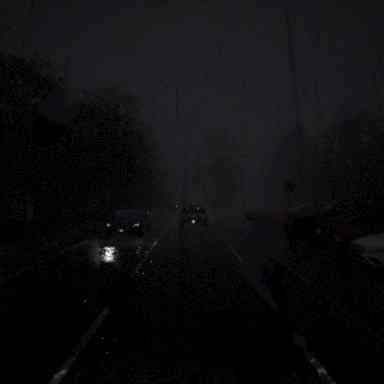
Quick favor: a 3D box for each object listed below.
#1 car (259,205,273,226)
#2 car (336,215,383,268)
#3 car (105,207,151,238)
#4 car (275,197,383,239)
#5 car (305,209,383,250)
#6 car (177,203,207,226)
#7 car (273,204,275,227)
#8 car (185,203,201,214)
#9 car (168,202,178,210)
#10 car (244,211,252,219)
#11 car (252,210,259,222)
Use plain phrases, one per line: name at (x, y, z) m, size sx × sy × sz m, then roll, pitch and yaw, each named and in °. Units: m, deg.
car at (7.090, 1.531, 20.848) m, size 5.008 × 1.535 × 2.097 m, roll 0°, pitch 0°, yaw 0°
car at (7.079, 1.537, 9.747) m, size 4.674 × 1.452 × 2.002 m, roll 0°, pitch 0°, yaw 0°
car at (-3.348, 1.572, 18.083) m, size 1.812 × 1.442 × 4.674 m, roll 0°, pitch 0°, yaw 0°
car at (7.052, 1.258, 15.300) m, size 5.566 × 2.045 × 2.435 m, roll 0°, pitch 0°, yaw 0°
car at (7.108, 1.533, 12.523) m, size 4.792 × 1.488 × 2.163 m, roll 0°, pitch 0°, yaw 0°
car at (0.100, 1.704, 24.458) m, size 1.895 × 1.301 × 4.718 m, roll 0°, pitch -1°, yaw 0°
car at (7.113, 1.392, 18.071) m, size 4.553 × 1.767 × 2.185 m, roll 0°, pitch 0°, yaw 0°
car at (0.104, 2.029, 42.063) m, size 1.895 × 1.301 × 4.718 m, roll 0°, pitch -1°, yaw 0°
car at (-3.289, 2.551, 60.762) m, size 1.837 × 1.490 × 4.892 m, roll 0°, pitch -2°, yaw 1°
car at (6.902, 1.579, 26.388) m, size 5.366 × 1.575 × 1.946 m, roll 0°, pitch -1°, yaw 0°
car at (7.091, 1.554, 23.620) m, size 4.892 × 1.521 × 2.231 m, roll 0°, pitch -1°, yaw 0°
